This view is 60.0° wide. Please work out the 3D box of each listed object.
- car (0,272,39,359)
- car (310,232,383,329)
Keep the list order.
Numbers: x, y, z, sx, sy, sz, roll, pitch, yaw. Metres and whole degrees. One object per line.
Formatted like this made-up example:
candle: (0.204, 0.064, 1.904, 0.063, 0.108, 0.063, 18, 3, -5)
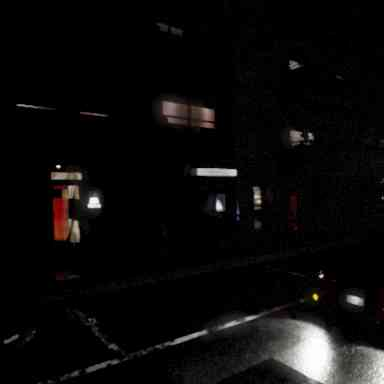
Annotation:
car: (-4.106, 1.566, 3.636, 4.403, 1.369, 2.008, -1, 0, -35)
car: (4.168, 1.488, 6.345, 4.181, 1.385, 1.994, -1, 0, -35)
